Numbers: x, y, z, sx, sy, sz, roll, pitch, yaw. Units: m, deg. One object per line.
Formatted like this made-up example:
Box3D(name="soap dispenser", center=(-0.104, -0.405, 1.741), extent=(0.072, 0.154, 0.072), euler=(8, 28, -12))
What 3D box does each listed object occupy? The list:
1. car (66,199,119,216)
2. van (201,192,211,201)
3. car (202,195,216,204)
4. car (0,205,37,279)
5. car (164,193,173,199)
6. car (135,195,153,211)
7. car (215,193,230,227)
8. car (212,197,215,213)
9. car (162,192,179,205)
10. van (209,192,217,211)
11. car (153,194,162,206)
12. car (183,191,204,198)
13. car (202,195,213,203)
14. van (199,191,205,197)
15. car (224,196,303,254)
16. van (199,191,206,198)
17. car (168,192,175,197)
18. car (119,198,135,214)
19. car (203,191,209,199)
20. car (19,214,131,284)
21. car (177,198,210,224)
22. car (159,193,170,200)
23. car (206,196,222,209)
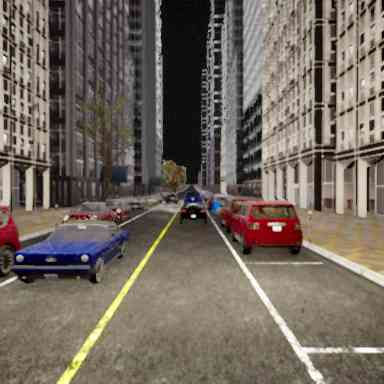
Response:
Box3D(name="car", center=(-5.690, 1.306, 18.594), extent=(1.967, 1.590, 4.097), euler=(0, 0, 0))
Box3D(name="van", center=(2.698, 0.838, 64.178), extent=(1.690, 1.788, 3.998), euler=(0, 1, 0))
Box3D(name="car", center=(2.696, 1.148, 52.784), extent=(2.008, 1.369, 4.403), euler=(0, 0, 0))
Box3D(name="car", center=(-5.693, 1.264, 7.198), extent=(2.192, 1.841, 5.009), euler=(0, 0, 0))
Box3D(name="car", center=(-5.680, 0.923, 81.276), extent=(1.802, 1.307, 4.206), euler=(0, 1, 0))
Box3D(name="car", center=(-5.687, 1.286, 35.691), extent=(2.008, 1.369, 4.403), euler=(0, 0, 0))
Box3D(name="car", center=(2.690, 1.181, 18.590), extent=(2.192, 1.841, 5.009), euler=(0, 0, 0))
Box3D(name="car", center=(2.691, 1.347, 24.460), extent=(1.752, 1.417, 4.829), euler=(0, 0, 0))
Box3D(name="car", center=(-3.072, 1.114, 51.099), extent=(1.837, 1.490, 4.892), euler=(0, 1, 0))
Box3D(name="van", center=(2.692, 1.121, 29.986), extent=(1.690, 1.788, 3.998), euler=(0, 0, 0))
Box3D(name="car", center=(-5.686, 1.171, 46.916), extent=(1.752, 1.417, 4.829), euler=(0, 0, 0))
Box3D(name="car", center=(0.106, 0.924, 39.999), extent=(2.150, 2.045, 5.566), euler=(0, 1, 0))
Box3D(name="car", center=(2.698, 1.130, 58.481), extent=(1.802, 1.307, 4.206), euler=(0, 1, 0))
Box3D(name="van", center=(2.703, 0.576, 92.669), extent=(1.690, 1.788, 3.998), euler=(0, 1, 0))
Box3D(name="car", center=(2.689, 1.223, 12.892), extent=(2.192, 1.841, 5.009), euler=(0, 0, 0))
Box3D(name="van", center=(2.702, 0.629, 86.969), extent=(1.690, 1.788, 3.998), euler=(0, 1, 0))
Box3D(name="car", center=(-5.678, 0.779, 92.673), extent=(1.887, 1.381, 4.507), euler=(0, 1, 0))
Box3D(name="car", center=(-5.689, 1.263, 24.293), extent=(1.967, 1.590, 4.097), euler=(0, 0, 0))
Box3D(name="car", center=(2.693, 1.051, 35.685), extent=(2.192, 1.841, 5.009), euler=(0, 0, 0))
Box3D(name="car", center=(-3.099, 1.533, 9.520), extent=(1.895, 1.301, 4.718), euler=(0, 0, 0))
Box3D(name="car", center=(0.101, 1.358, 23.227), extent=(1.812, 1.442, 4.674), euler=(0, 0, 0))
Box3D(name="car", center=(-5.681, 1.012, 69.880), extent=(1.947, 1.339, 4.313), euler=(0, 1, 0))
Box3D(name="car", center=(2.694, 1.215, 41.555), extent=(1.752, 1.417, 4.829), euler=(0, 0, 0))
